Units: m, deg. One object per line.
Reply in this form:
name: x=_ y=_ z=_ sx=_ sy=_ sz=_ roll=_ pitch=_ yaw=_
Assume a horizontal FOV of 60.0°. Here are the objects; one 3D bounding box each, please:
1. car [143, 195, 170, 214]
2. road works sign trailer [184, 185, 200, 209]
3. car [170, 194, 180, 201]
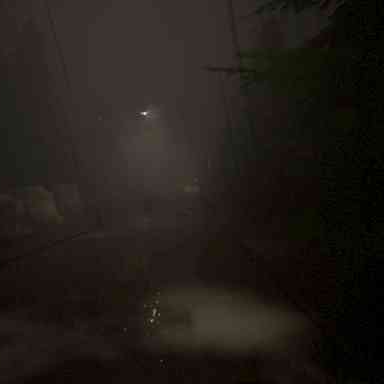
car: x=-4.074 y=1.393 z=37.420 sx=2.150 sy=2.045 sz=5.566 roll=0 pitch=-1 yaw=1
road works sign trailer: x=-0.004 y=0.694 z=50.555 sx=2.380 sy=3.560 sz=2.880 roll=0 pitch=0 yaw=0
car: x=-4.046 y=1.413 z=77.817 sx=2.150 sy=2.045 sz=5.566 roll=0 pitch=0 yaw=0
